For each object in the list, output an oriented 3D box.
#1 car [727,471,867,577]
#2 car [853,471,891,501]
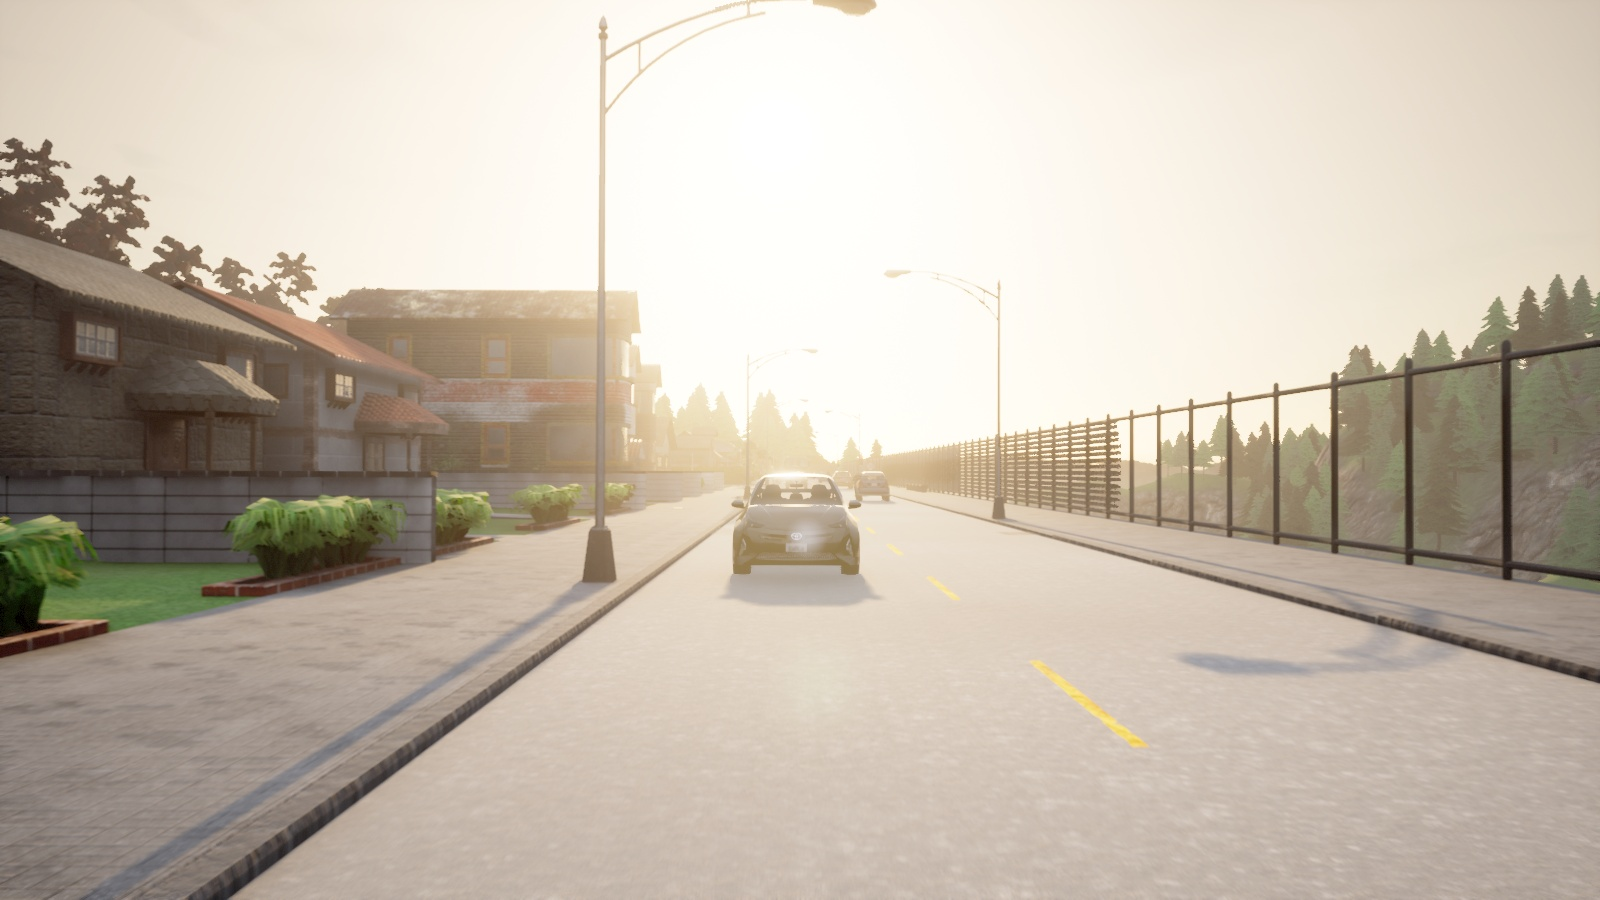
[{"bbox_3d":[-0.051,1.101,20.295,2.007,1.525,4.514,0,-1,0],"label":"car"},{"bbox_3d":[3.831,1.899,66.949,1.789,1.549,3.705,0,-1,0],"label":"car"}]
